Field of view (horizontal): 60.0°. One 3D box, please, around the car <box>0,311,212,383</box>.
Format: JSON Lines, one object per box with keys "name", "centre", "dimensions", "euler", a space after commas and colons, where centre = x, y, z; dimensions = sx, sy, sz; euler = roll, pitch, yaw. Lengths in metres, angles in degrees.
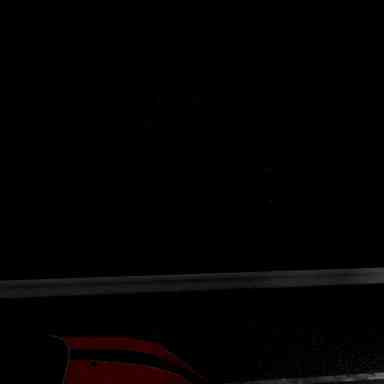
{"name": "car", "centre": [-1.869, 1.352, 1.646], "dimensions": [4.553, 1.767, 2.097], "euler": [0, 0, -6]}
